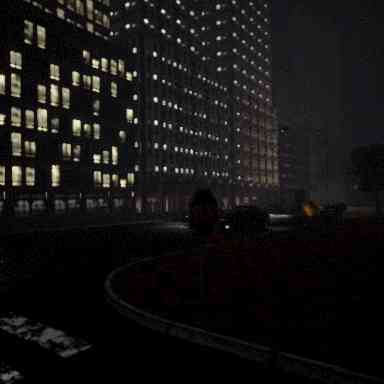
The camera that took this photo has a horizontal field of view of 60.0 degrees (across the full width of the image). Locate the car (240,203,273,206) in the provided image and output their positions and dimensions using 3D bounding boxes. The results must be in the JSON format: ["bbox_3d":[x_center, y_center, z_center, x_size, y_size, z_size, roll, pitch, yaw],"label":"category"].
[{"bbox_3d":[5.372,1.976,30.680,2.097,1.767,4.553,-2,-2,36],"label":"car"}]

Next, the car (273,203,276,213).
[{"bbox_3d":[12.397,2.511,51.453,2.097,1.767,4.553,-2,-2,36],"label":"car"}]

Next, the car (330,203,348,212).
[{"bbox_3d":[26.194,2.693,59.133,1.837,1.490,4.892,-2,-3,36],"label":"car"}]

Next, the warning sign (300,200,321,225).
[{"bbox_3d":[9.170,1.580,25.695,1.300,1.860,1.060,0,0,36],"label":"warning sign"}]

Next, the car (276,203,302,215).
[{"bbox_3d":[14.752,2.521,49.173,2.128,1.511,4.902,-2,-2,36],"label":"car"}]

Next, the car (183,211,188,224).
[{"bbox_3d":[1.285,2.170,30.927,1.837,1.490,4.892,-2,-2,36],"label":"car"}]

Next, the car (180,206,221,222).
[{"bbox_3d":[1.012,2.278,36.055,1.882,1.535,5.008,-2,-2,36],"label":"car"}]

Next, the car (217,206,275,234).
[{"bbox_3d":[3.632,1.941,22.793,1.837,1.490,4.892,-2,-1,36],"label":"car"}]

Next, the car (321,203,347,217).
[{"bbox_3d":[17.791,2.326,42.142,1.837,1.490,4.892,-2,-1,36],"label":"car"}]
